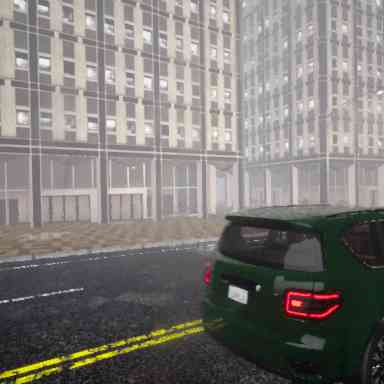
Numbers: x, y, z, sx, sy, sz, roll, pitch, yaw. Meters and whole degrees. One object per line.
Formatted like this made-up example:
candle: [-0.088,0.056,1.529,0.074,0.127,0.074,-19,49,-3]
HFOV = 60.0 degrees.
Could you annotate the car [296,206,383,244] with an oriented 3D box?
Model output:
car: [7.803,1.525,16.429,5.357,1.411,2.033,0,0,-31]

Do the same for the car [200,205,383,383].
car: [2.734,1.220,5.211,5.566,2.045,2.150,0,0,-34]

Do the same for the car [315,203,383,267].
car: [6.802,1.337,11.952,4.553,1.767,2.097,0,0,-32]
